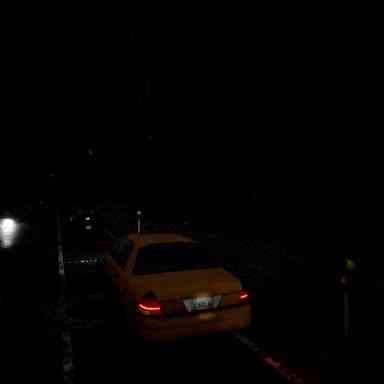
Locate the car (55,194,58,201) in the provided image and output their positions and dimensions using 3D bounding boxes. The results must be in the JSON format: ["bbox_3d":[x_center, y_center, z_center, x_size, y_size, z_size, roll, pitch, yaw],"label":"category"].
[{"bbox_3d":[-31.263,1.469,79.729,1.967,1.590,4.097,0,0,-23],"label":"car"}]

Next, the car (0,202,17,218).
[{"bbox_3d":[-16.898,1.601,29.636,1.895,1.301,4.718,0,0,-22],"label":"car"}]

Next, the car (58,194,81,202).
[{"bbox_3d":[-12.305,1.316,34.096,2.192,1.841,5.009,0,0,-22],"label":"car"}]

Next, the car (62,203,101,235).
[{"bbox_3d":[-6.037,1.551,18.756,2.008,1.369,4.403,0,0,-22],"label":"car"}]

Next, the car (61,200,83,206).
[{"bbox_3d":[-8.126,1.551,23.869,2.008,1.369,4.403,0,0,-22],"label":"car"}]

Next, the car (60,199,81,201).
[{"bbox_3d":[-10.216,1.567,28.982,1.947,1.339,4.313,0,0,-22],"label":"car"}]

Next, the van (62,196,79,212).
[{"bbox_3d":[-14.395,1.342,39.209,1.690,1.788,3.998,0,0,-22],"label":"van"}]

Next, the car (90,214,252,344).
[{"bbox_3d":[-0.831,1.457,6.788,1.801,1.575,5.366,0,0,-22],"label":"car"}]

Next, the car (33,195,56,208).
[{"bbox_3d":[-21.520,1.546,48.473,2.033,1.411,5.357,0,0,-28],"label":"car"}]
